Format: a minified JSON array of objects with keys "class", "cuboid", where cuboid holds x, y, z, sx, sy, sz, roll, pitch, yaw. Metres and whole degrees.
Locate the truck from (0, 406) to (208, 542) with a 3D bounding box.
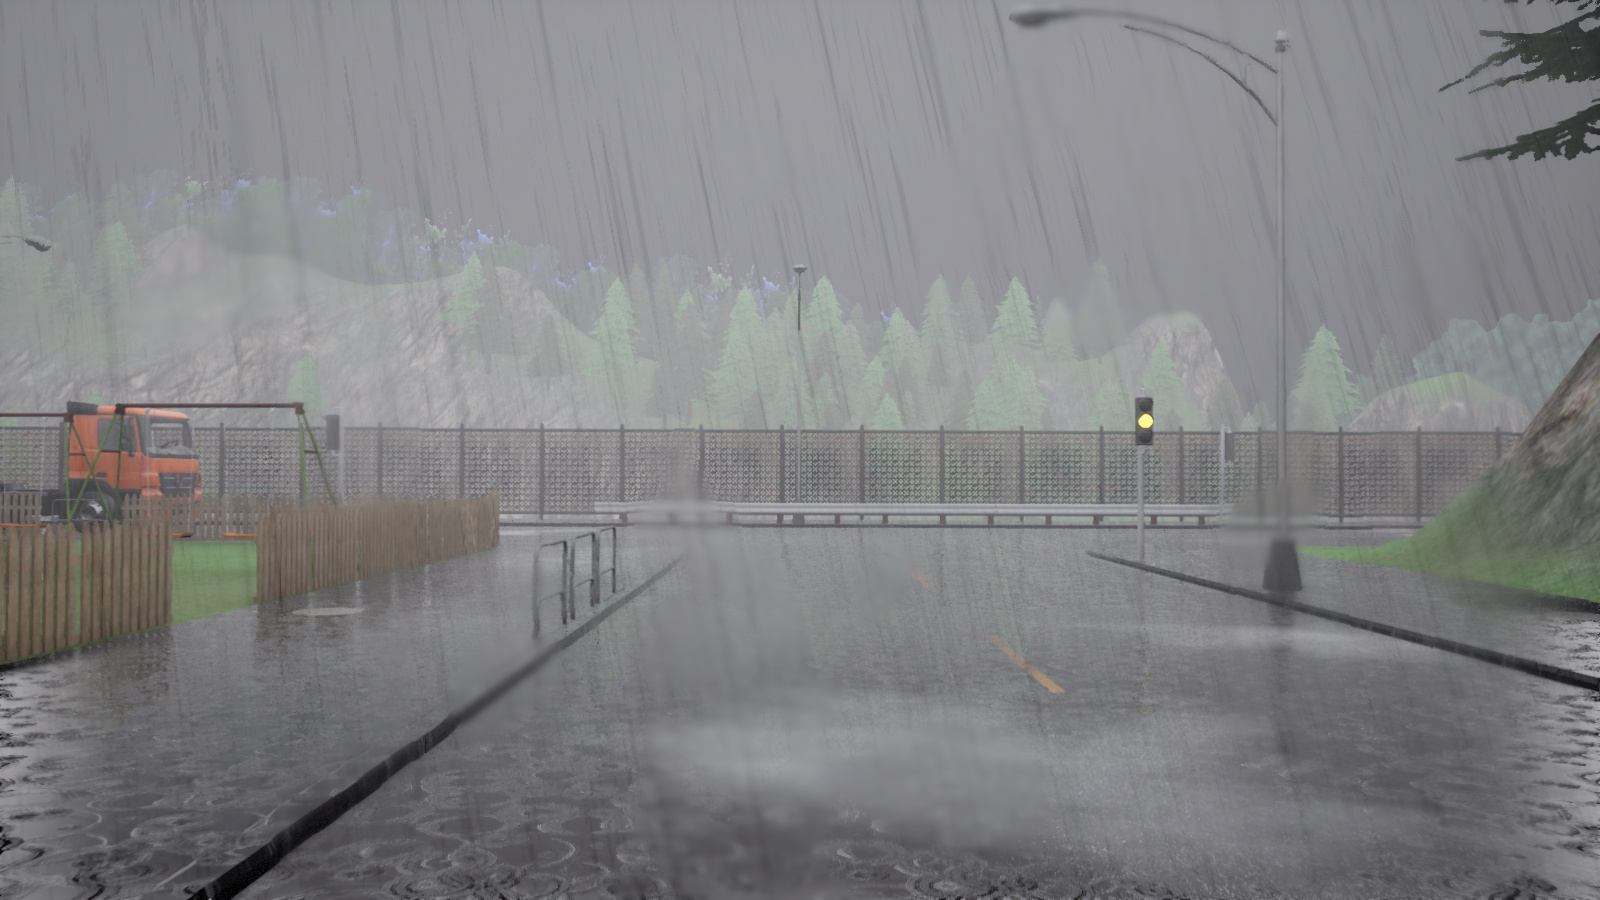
[{"class":"truck","cuboid":[-20.475,0.655,33.527,7.936,3.462,2.891,0,-1,0]}]
